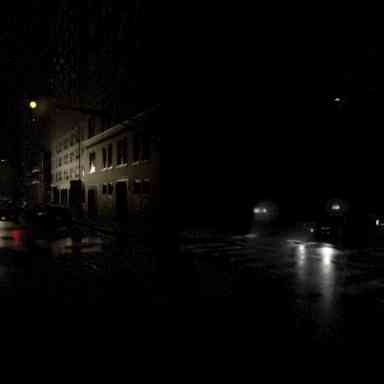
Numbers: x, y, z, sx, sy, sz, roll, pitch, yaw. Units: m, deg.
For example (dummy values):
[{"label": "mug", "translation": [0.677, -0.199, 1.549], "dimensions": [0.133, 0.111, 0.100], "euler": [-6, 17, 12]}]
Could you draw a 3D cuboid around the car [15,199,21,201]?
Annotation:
[{"label": "car", "translation": [-14.709, 1.549, 30.379], "dimensions": [2.008, 1.369, 4.403], "euler": [1, 0, -32]}]

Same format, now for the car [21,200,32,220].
[{"label": "car", "translation": [-11.753, 1.543, 25.705], "dimensions": [1.887, 1.381, 4.507], "euler": [1, 0, -32]}]

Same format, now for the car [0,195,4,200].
[{"label": "car", "translation": [-29.490, 1.542, 53.751], "dimensions": [2.008, 1.369, 4.403], "euler": [1, 0, -32]}]

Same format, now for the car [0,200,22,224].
[{"label": "car", "translation": [-13.616, 1.524, 23.856], "dimensions": [1.812, 1.442, 4.674], "euler": [0, 0, -32]}]

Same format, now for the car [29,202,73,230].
[{"label": "car", "translation": [-8.797, 1.565, 21.031], "dimensions": [1.947, 1.339, 4.313], "euler": [1, 0, -32]}]

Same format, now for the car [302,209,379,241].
[{"label": "car", "translation": [7.930, 1.667, 17.625], "dimensions": [4.892, 1.490, 1.837], "euler": [0, -1, -33]}]

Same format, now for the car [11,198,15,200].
[{"label": "car", "translation": [-17.665, 1.542, 35.054], "dimensions": [1.887, 1.381, 4.507], "euler": [1, 0, -32]}]

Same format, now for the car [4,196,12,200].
[{"label": "car", "translation": [-23.578, 1.560, 44.403], "dimensions": [1.947, 1.339, 4.313], "euler": [1, 0, -32]}]
